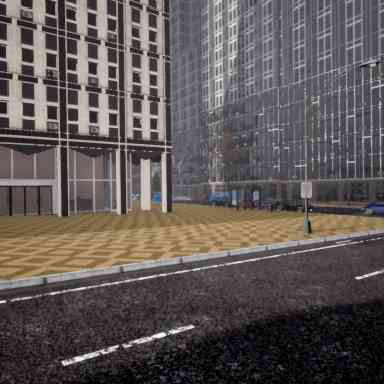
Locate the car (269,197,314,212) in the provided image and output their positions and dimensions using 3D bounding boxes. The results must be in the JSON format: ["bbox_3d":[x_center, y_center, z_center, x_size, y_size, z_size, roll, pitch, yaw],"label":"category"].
[{"bbox_3d":[10.747,1.424,35.182,1.947,1.339,4.313,0,1,-34],"label":"car"}]

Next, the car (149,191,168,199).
[{"bbox_3d":[-7.913,0.615,77.505,2.192,1.841,5.009,0,1,-34],"label":"car"}]

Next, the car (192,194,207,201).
[{"bbox_3d":[1.719,1.043,63.437,1.802,1.307,4.206,0,1,-34],"label":"car"}]

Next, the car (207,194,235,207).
[{"bbox_3d":[4.389,1.320,44.606,1.947,1.339,4.313,0,1,-34],"label":"car"}]

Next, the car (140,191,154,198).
[{"bbox_3d":[-11.123,0.686,82.196,1.967,1.590,4.097,0,1,-34],"label":"car"}]

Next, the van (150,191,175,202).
[{"bbox_3d":[-5.197,0.937,58.703,1.690,1.788,3.998,0,1,-34],"label":"van"}]

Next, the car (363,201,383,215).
[{"bbox_3d":[17.796,1.450,29.973,1.994,1.385,4.181,-1,1,-37],"label":"car"}]

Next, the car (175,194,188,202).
[{"bbox_3d":[-2.701,1.160,59.754,1.895,1.301,4.718,-1,1,-34],"label":"car"}]

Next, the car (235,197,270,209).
[{"bbox_3d":[7.551,1.388,39.884,1.802,1.307,4.206,0,1,-34],"label":"car"}]

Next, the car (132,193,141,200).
[{"bbox_3d":[-11.618,1.040,68.085,2.008,1.369,4.403,0,1,-34],"label":"car"}]

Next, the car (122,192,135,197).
[{"bbox_3d":[-17.543,0.689,91.577,2.008,1.369,4.403,0,1,-34],"label":"car"}]

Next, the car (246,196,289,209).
[{"bbox_3d":[9.386,1.304,41.971,2.033,1.411,5.357,-1,1,-34],"label":"car"}]

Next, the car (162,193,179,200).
[{"bbox_3d":[-4.702,0.936,72.818,1.802,1.307,4.206,0,1,-34],"label":"car"}]

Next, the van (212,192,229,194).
[{"bbox_3d":[4.928,0.855,58.744,1.690,1.788,3.998,0,1,-34],"label":"van"}]
